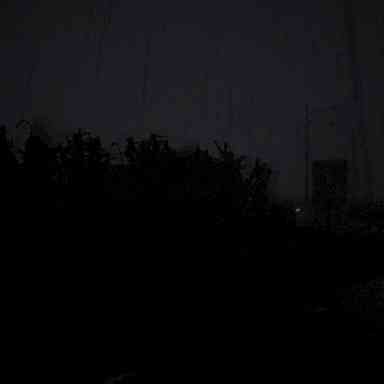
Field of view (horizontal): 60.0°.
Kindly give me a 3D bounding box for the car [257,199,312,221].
[{"bbox_3d":[7.156,1.338,25.710,2.097,1.767,4.553,0,0,-36],"label":"car"}]
